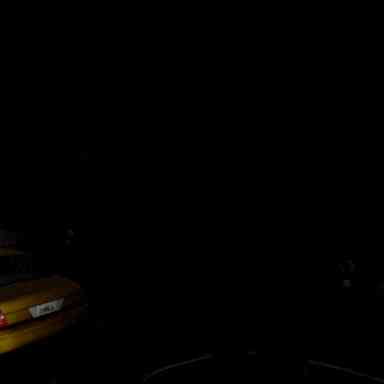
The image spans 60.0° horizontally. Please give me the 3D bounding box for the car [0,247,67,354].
[{"bbox_3d":[-3.826,1.525,5.800,4.829,1.417,1.752,0,0,35],"label":"car"}]

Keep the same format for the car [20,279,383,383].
[{"bbox_3d":[0.813,1.566,2.499,4.313,1.339,1.947,0,0,35],"label":"car"}]
